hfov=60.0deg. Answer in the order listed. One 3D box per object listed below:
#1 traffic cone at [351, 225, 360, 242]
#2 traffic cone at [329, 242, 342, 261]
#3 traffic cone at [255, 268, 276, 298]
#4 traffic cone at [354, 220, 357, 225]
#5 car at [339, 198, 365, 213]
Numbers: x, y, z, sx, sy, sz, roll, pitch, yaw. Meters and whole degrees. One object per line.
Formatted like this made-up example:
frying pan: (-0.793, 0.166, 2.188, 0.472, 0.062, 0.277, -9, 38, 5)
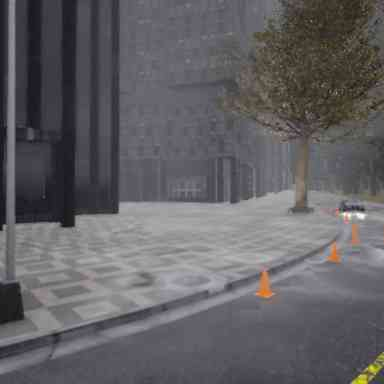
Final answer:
traffic cone: (7.233, 1.894, 14.715, 0.340, 0.580, 0.340, 0, 0, 30)
traffic cone: (4.654, 1.928, 10.838, 0.340, 0.580, 0.340, -1, 0, 37)
traffic cone: (1.608, 1.966, 7.316, 0.340, 0.580, 0.340, -1, 0, 44)
traffic cone: (9.303, 1.864, 18.887, 0.340, 0.580, 0.340, 0, 0, 23)
car: (16.451, 1.343, 34.284, 1.994, 1.385, 4.181, 0, 0, 17)
